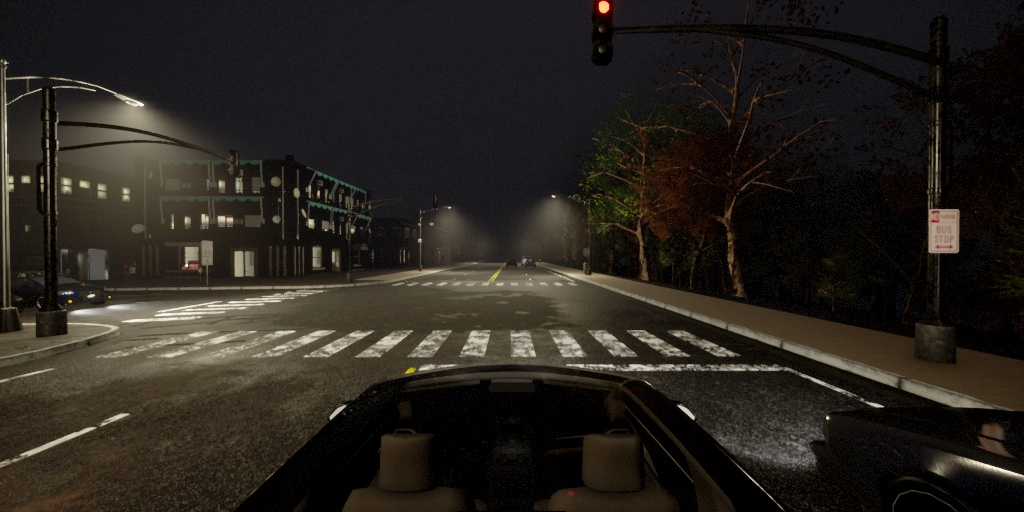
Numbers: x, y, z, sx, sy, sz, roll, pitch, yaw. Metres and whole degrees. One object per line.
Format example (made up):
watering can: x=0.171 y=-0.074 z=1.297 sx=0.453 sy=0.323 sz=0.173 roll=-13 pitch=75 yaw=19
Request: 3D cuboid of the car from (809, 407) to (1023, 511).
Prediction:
car: x=3.354 y=1.298 z=0.411 sx=2.033 sy=1.411 sz=5.357 roll=0 pitch=0 yaw=0

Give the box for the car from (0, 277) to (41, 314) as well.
car: x=-19.971 y=1.566 z=12.519 sx=4.313 sy=1.339 sz=1.948 roll=0 pitch=0 yaw=0

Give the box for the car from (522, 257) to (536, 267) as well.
car: x=3.214 y=1.282 z=63.192 sx=2.033 sy=1.411 sz=5.357 roll=0 pitch=0 yaw=0

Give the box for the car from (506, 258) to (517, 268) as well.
car: x=-0.039 y=1.213 z=63.160 sx=1.882 sy=1.535 sz=5.008 roll=0 pitch=0 yaw=0

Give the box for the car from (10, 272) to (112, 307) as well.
car: x=-19.863 y=1.536 z=15.225 sx=4.181 sy=1.385 sz=1.994 roll=-1 pitch=1 yaw=0
